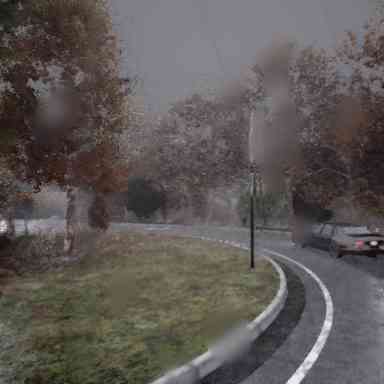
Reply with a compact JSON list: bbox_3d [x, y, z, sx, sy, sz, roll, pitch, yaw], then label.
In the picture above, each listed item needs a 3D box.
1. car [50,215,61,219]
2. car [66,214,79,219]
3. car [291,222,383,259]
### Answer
[{"bbox_3d":[-31.905,6.233,77.884,1.837,1.490,4.892,0,-6,-16],"label":"car"},{"bbox_3d":[-28.200,5.829,77.660,2.150,2.045,5.566,0,-6,-16],"label":"car"},{"bbox_3d":[6.489,2.067,15.127,2.033,1.411,5.357,0,-1,-10],"label":"car"}]
